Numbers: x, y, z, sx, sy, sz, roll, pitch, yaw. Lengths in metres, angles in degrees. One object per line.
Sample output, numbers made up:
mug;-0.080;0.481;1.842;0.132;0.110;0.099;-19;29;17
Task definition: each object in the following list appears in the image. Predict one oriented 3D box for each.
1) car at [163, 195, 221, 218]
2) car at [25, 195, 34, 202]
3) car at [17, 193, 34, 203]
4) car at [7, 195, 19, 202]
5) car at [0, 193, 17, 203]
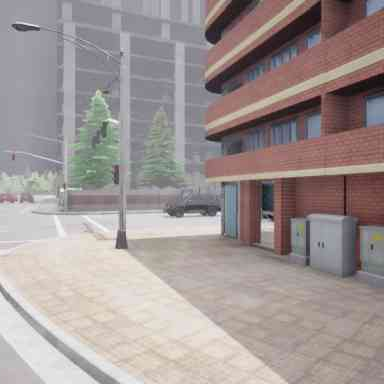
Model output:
car;0.124;1.277;31.329;5.566;2.045;2.150;0;0;-22
car;-38.721;1.524;79.253;1.812;1.442;4.674;0;0;-23
car;-34.599;1.225;69.503;2.150;2.045;5.566;0;0;-23
car;-42.107;1.540;78.274;2.033;1.411;5.357;0;0;-23
car;-37.966;1.225;68.479;2.150;2.045;5.566;0;0;-23
